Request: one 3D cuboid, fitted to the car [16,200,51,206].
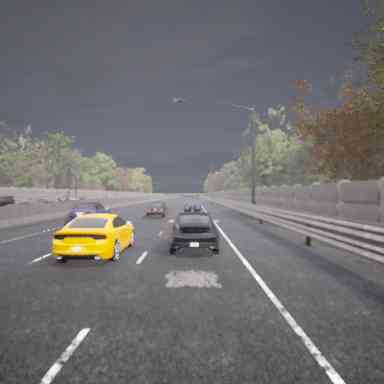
[{"bbox_3d":[-17.592,1.689,38.328,2.128,1.511,4.902,0,0,0],"label":"car"}]

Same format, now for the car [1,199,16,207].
[{"bbox_3d":[-21.079,1.816,41.328,1.895,1.301,4.718,0,0,0],"label":"car"}]

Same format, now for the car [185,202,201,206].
[{"bbox_3d":[0.080,1.798,38.433,1.895,1.301,4.718,0,0,0],"label":"car"}]

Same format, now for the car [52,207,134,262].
[{"bbox_3d":[-3.403,1.538,12.337,1.882,1.535,5.008,0,0,0],"label":"car"}]

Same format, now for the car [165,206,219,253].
[{"bbox_3d":[0.090,1.574,13.910,1.837,1.490,4.892,0,0,0],"label":"car"}]

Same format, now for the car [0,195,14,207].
[{"bbox_3d":[-24.571,1.440,42.120,2.150,2.045,5.566,0,0,0],"label":"car"}]

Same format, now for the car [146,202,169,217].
[{"bbox_3d":[-3.408,1.716,33.188,2.033,1.411,5.357,0,0,0],"label":"car"}]

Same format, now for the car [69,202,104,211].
[{"bbox_3d":[-6.907,1.464,22.745,2.097,1.767,4.553,0,0,0],"label":"car"}]
